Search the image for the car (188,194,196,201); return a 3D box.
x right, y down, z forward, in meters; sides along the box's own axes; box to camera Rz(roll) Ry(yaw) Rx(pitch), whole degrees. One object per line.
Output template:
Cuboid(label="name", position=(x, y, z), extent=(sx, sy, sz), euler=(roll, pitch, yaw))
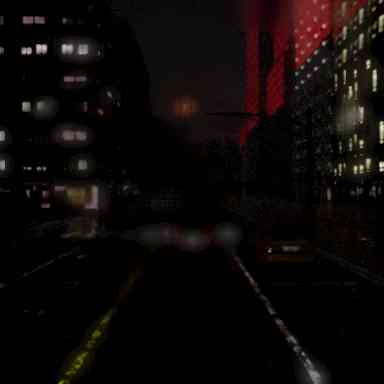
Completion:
Cuboid(label="car", position=(0.017, 1.343, 82.785), extent=(1.882, 1.535, 5.008), euler=(0, 0, 0))

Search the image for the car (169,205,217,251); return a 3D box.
Cuboid(label="car", position=(0.047, 1.505, 13.917), extent=(1.812, 1.442, 4.674), euler=(0, 0, 0))

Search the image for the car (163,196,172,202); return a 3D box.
Cuboid(label="car", position=(-5.678, 1.532, 76.753), extent=(1.802, 1.307, 4.206), euler=(0, 0, 0))

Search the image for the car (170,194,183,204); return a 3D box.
Cuboid(label="car", position=(-3.032, 1.472, 60.974), extent=(1.812, 1.442, 4.674), euler=(0, 0, 1))

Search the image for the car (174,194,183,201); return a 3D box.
Cuboid(label="car", position=(-2.984, 1.167, 76.549), extent=(1.882, 1.535, 5.008), euler=(0, 0, 0))

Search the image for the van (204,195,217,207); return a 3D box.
Cuboid(label="van", position=(2.695, 1.289, 49.117), extent=(1.690, 1.788, 3.998), euler=(0, 0, 0))

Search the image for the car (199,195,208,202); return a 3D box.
Cuboid(label="car", position=(2.702, 1.495, 76.751), extent=(1.887, 1.381, 4.507), euler=(0, 0, 0))

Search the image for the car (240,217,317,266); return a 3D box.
Cuboid(label="car", position=(2.689, 1.508, 11.348), extent=(1.752, 1.417, 4.829), euler=(0, 0, 0))

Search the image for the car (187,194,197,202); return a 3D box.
Cuboid(label="car", position=(0.014, 1.448, 72.367), extent=(1.837, 1.490, 4.892), euler=(0, 0, 0))

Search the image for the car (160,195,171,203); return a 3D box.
Cuboid(label="car", position=(-5.680, 1.388, 71.226), extent=(1.967, 1.590, 4.097), euler=(0, 0, 0))

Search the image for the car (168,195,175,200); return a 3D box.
Cuboid(label="car", position=(-5.675, 1.483, 93.162), extent=(1.752, 1.417, 4.829), euler=(0, 0, 0))

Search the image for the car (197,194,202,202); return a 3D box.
Cuboid(label="car", position=(2.698, 1.262, 65.696), extent=(2.192, 1.841, 5.009), euler=(0, 0, 0))

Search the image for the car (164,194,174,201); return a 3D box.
Cuboid(label="car", position=(-5.678, 1.392, 82.279), extent=(1.967, 1.590, 4.097), euler=(0, 0, 0))

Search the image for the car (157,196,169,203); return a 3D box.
Cuboid(label="car", position=(-5.681, 1.491, 65.698), extent=(1.887, 1.381, 4.507), euler=(0, 0, 0))

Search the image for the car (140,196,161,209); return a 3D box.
Cuboid(label="car", position=(-5.684, 1.501, 43.592), extent=(2.008, 1.369, 4.403), euler=(0, 0, 0))

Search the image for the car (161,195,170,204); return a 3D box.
Cuboid(label="car", position=(-5.681, 1.497, 60.172), extent=(2.008, 1.369, 4.403), euler=(0, 0, 0))

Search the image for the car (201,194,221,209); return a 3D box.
Cuboid(label="car", position=(2.694, 1.266, 43.591), extent=(2.192, 1.841, 5.009), euler=(0, 0, 0))
